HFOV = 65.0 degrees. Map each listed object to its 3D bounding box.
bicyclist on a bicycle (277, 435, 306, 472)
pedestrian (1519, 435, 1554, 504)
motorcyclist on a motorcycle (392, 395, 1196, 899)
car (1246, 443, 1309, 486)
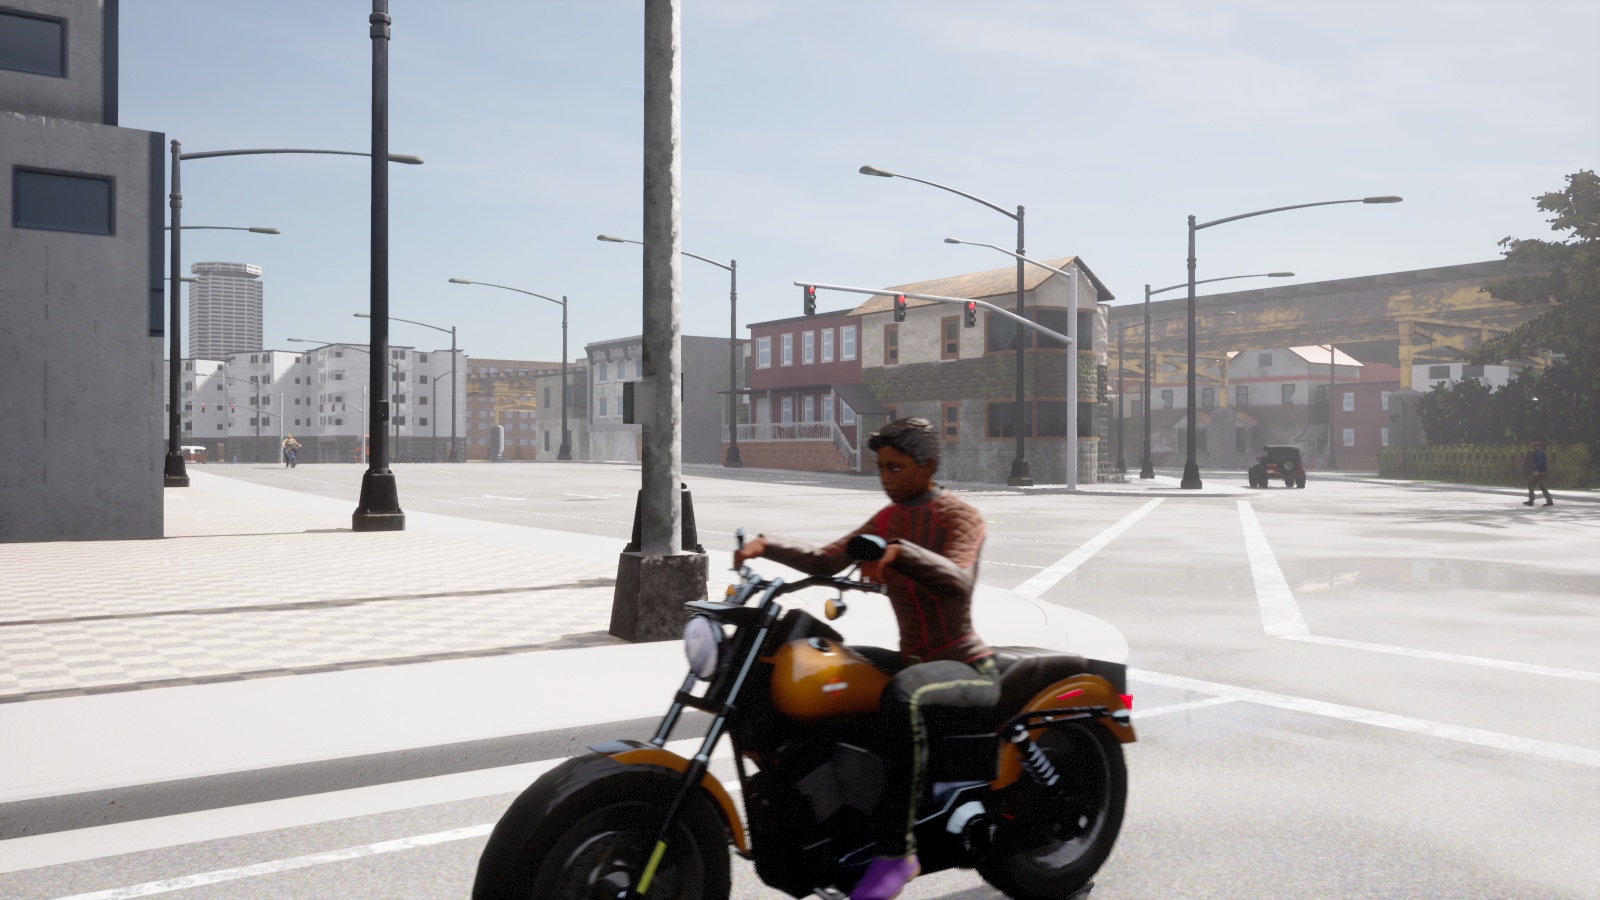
[{"bbox_3d":[-22.553,0.140,55.673,0.866,1.612,1.509,0,1,-35],"label":"bicyclist on a bicycle"},{"bbox_3d":[19.997,0.533,34.101,0.402,1.842,0.726,0,0,-41],"label":"pedestrian"},{"bbox_3d":[0.100,0.704,3.700,2.350,1.649,0.766,0,0,-36],"label":"motorcyclist on a motorcycle"},{"bbox_3d":[21.266,0.633,56.031,1.905,1.878,3.866,0,0,10],"label":"car"}]
